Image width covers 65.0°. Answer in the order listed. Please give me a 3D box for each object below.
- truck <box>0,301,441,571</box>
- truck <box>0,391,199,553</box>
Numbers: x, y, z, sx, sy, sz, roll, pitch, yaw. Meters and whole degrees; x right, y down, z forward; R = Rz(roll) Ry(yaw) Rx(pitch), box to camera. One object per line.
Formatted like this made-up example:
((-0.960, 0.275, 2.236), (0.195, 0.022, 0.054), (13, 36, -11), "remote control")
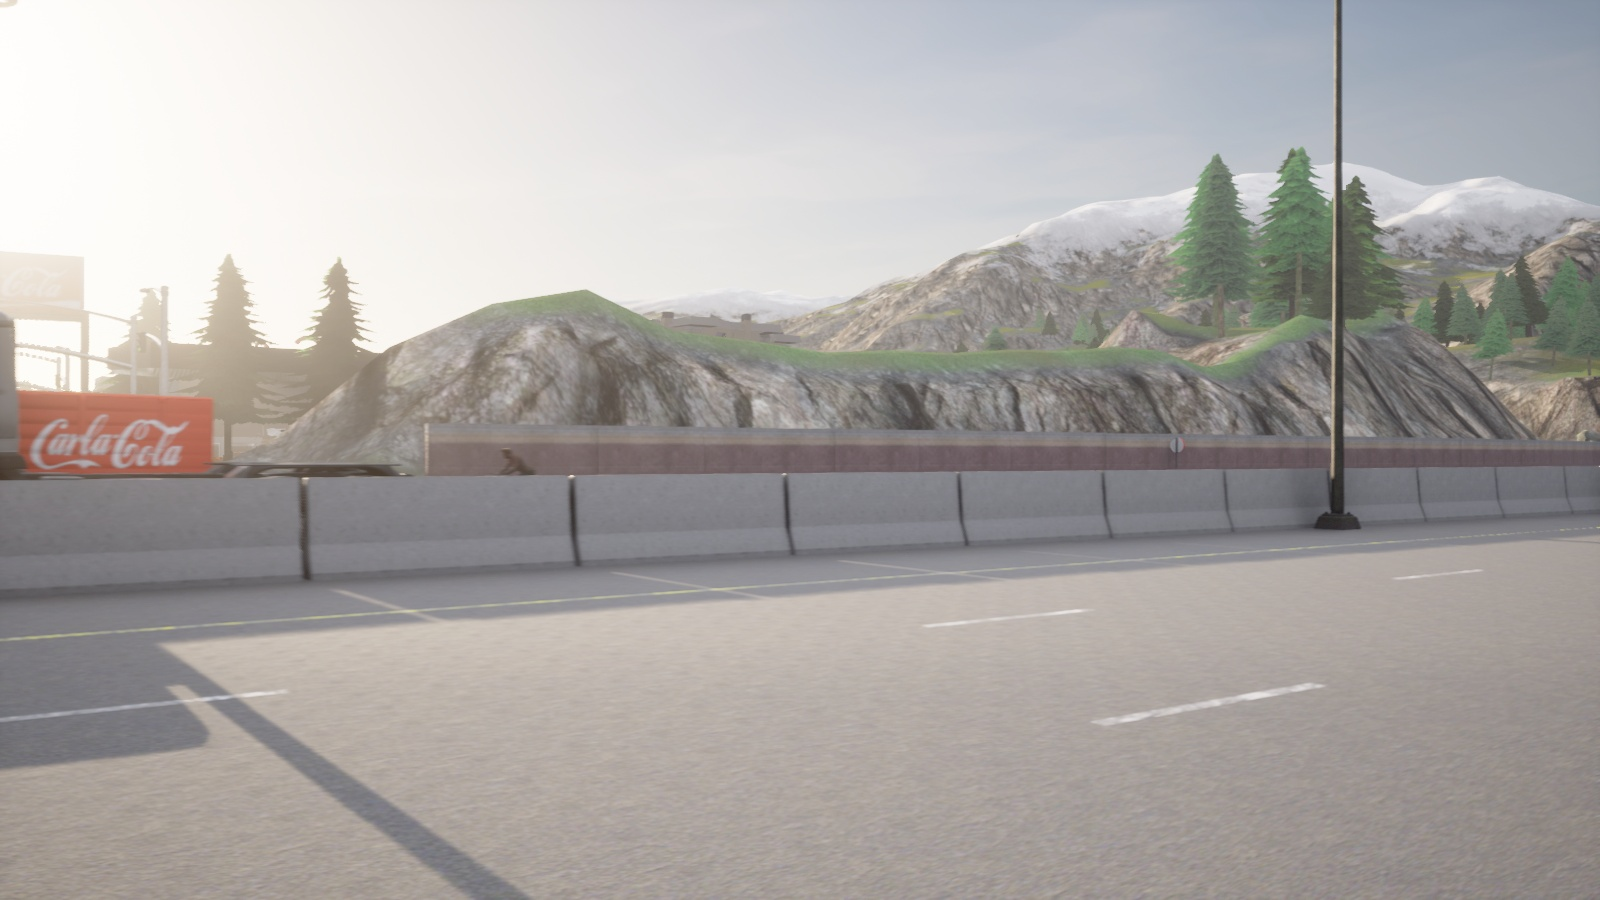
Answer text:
((-9.622, -0.172, 18.287), (7.936, 3.462, 2.891), (0, 0, -35), "truck")
((-12.818, 0.338, 20.325), (5.204, 2.467, 2.627), (0, 0, -35), "truck")
